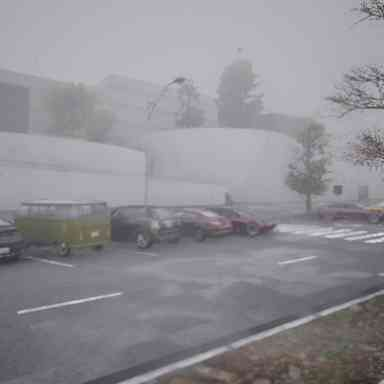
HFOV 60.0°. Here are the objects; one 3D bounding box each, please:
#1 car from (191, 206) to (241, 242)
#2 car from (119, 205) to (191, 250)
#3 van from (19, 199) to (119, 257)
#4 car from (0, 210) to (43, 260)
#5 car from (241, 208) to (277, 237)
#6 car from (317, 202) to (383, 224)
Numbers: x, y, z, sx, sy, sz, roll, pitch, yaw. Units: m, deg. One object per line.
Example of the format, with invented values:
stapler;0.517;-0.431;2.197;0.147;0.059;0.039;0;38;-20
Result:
car;-0.258;1.540;16.390;4.674;1.452;2.002;-1;-1;35
car;-2.666;1.372;14.648;4.553;1.767;2.185;-1;-1;35
van;-5.219;1.272;13.002;4.442;1.987;1.878;-1;-1;35
car;-7.546;1.496;11.201;4.892;1.521;2.231;-1;-1;35
car;2.214;1.531;18.124;4.792;1.488;2.163;-1;-1;35
car;11.995;1.539;25.085;4.792;1.488;2.163;-1;-1;35
